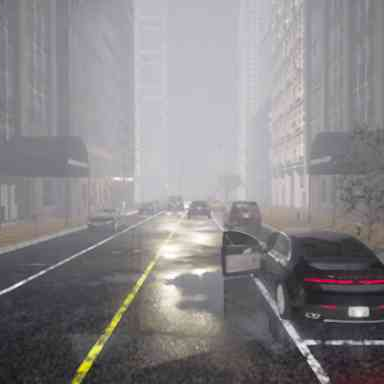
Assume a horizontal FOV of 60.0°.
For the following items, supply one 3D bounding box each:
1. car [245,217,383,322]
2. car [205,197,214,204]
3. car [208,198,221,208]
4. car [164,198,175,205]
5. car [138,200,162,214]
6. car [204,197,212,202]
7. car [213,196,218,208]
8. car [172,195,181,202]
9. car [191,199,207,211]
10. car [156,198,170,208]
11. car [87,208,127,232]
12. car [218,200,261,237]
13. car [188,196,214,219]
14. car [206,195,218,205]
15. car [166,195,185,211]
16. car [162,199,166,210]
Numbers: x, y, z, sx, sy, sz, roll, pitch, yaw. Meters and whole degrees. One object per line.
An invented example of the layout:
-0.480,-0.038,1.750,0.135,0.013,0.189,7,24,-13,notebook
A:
2.515,1.543,7.358,1.837,1.490,4.892,0,0,1,car
4.070,1.918,77.658,1.887,1.381,4.507,-1,0,1,car
3.675,1.807,55.129,1.752,1.417,4.829,-1,0,1,car
-4.506,1.934,66.507,1.802,1.307,4.206,-1,0,1,car
-5.003,1.792,38.140,1.947,1.339,4.313,-1,0,1,car
4.270,1.995,89.004,1.802,1.307,4.206,-1,0,1,car
3.576,1.781,49.456,1.752,1.417,4.829,-1,0,1,car
-4.114,1.751,89.203,2.192,1.841,5.009,-1,0,1,car
0.934,1.737,45.711,2.128,1.511,4.902,0,0,1,car
-4.709,1.828,54.990,1.752,1.417,4.829,-1,0,1,car
-5.302,1.689,21.120,2.008,1.369,4.403,-1,0,1,car
3.071,1.430,20.918,2.192,1.841,5.009,-1,0,1,car
0.682,1.529,31.643,2.097,1.767,4.553,0,0,1,car
3.867,1.645,66.309,2.192,1.841,5.009,-1,0,1,car
-2.189,1.478,45.250,2.150,2.045,5.566,0,-1,1,car
-4.904,1.818,43.814,1.947,1.339,4.313,-1,0,1,car
